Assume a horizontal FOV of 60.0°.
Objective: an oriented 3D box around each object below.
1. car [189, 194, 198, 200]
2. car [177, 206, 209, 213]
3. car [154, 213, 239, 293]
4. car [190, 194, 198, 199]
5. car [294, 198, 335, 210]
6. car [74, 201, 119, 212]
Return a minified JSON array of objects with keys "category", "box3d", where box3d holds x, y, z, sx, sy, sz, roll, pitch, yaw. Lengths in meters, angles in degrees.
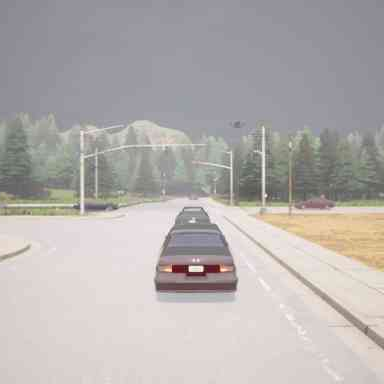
[{"category":"car","box3d":[0.315,1.407,83.790,1.994,1.385,4.181,0,0,2]},{"category":"car","box3d":[0.066,1.530,19.578,1.994,1.385,4.181,0,0,1]},{"category":"car","box3d":[0.085,1.535,8.971,2.033,1.411,5.357,0,0,0]},{"category":"car","box3d":[0.703,1.314,93.836,2.033,1.411,5.357,0,0,2]},{"category":"car","box3d":[14.763,1.430,40.209,4.674,1.442,1.812,0,0,1]},{"category":"car","box3d":[-10.588,1.604,37.221,4.718,1.301,1.895,0,0,-3]}]
